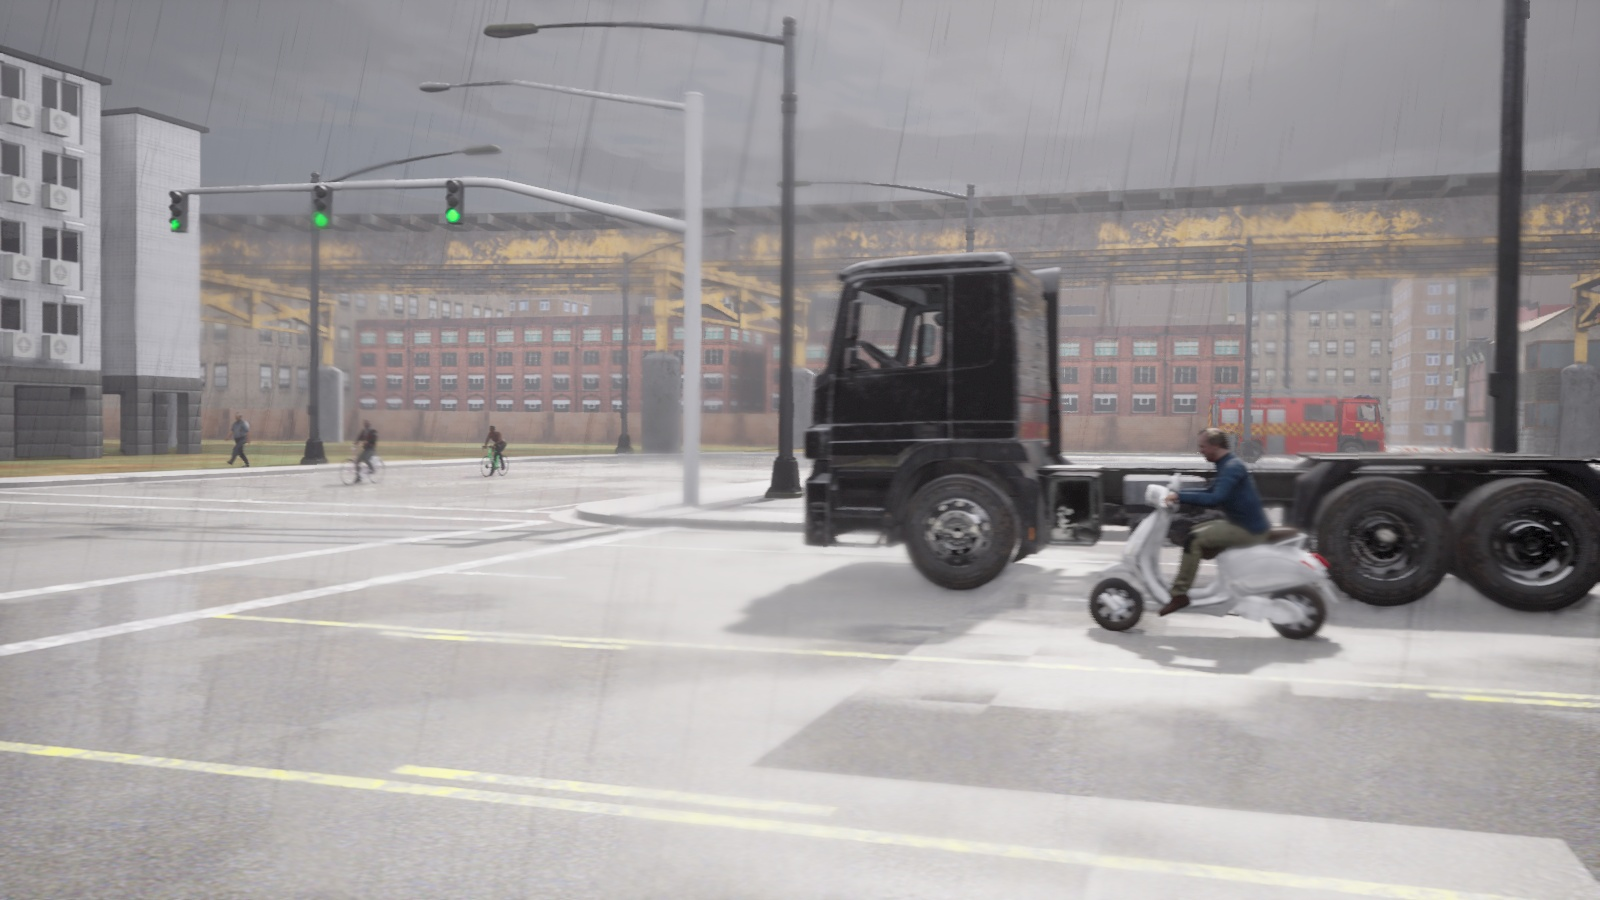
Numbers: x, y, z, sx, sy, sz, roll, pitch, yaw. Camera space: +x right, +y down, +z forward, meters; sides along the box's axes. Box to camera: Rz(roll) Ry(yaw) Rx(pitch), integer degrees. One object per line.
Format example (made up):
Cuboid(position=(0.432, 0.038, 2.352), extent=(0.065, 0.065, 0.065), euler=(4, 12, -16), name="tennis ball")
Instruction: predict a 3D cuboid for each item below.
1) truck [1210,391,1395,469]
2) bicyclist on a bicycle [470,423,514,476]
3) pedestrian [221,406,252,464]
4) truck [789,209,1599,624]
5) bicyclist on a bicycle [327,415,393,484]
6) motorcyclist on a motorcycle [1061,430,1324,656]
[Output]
Cuboid(position=(26.179, -1.053, 65.840), extent=(8.468, 3.827, 2.891), euler=(1, 1, 7), name="truck")
Cuboid(position=(-9.713, -0.032, 39.664), extent=(0.582, 1.620, 1.656), euler=(1, 1, 18), name="bicyclist on a bicycle")
Cuboid(position=(-18.123, -0.482, 40.386), extent=(0.540, 1.848, 0.694), euler=(2, 1, 26), name="pedestrian")
Cuboid(position=(4.119, -0.329, 12.870), extent=(7.936, 3.462, 2.891), euler=(1, 1, 19), name="truck")
Cuboid(position=(-11.678, -0.022, 33.376), extent=(0.659, 1.776, 1.843), euler=(1, 1, 18), name="bicyclist on a bicycle")
Cuboid(position=(2.973, 0.650, 9.576), extent=(1.817, 1.590, 0.866), euler=(1, 1, 19), name="motorcyclist on a motorcycle")
